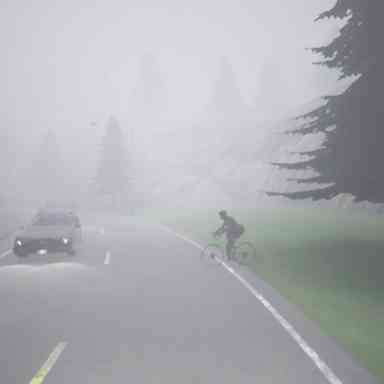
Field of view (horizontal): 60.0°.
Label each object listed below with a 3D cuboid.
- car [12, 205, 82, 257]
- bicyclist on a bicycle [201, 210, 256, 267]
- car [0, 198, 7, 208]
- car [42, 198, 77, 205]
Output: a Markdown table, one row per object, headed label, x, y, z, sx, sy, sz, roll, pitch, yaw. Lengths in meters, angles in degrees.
| label | x | y | z | sx | sy | sz | roll | pitch | yaw |
| --- | --- | --- | --- | --- | --- | --- | --- | --- | --- |
| car | -5.346 | 1.469 | 12.971 | 2.033 | 1.411 | 5.357 | 0 | 0 | -15 |
| bicyclist on a bicycle | 1.057 | 1.358 | 9.630 | 1.656 | 1.620 | 0.582 | -1 | 0 | -9 |
| car | -25.166 | 1.243 | 40.788 | 4.902 | 1.511 | 2.128 | 0 | 0 | 18 |
| car | -9.285 | 1.369 | 22.546 | 1.837 | 1.490 | 4.892 | 0 | 0 | -30 |
